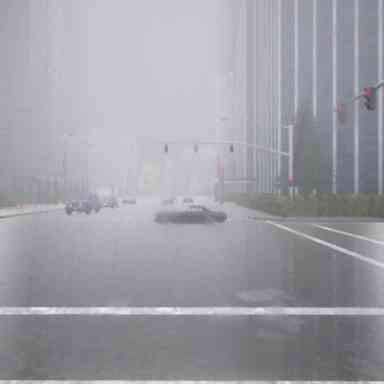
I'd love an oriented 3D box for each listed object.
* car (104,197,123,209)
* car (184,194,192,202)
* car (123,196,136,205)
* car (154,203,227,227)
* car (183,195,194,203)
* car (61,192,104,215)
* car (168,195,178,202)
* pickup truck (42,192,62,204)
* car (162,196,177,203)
[{"bbox_3d":[-11.177,1.466,44.766,2.128,1.511,4.902,0,0,0],"label":"car"},{"bbox_3d":[-0.854,1.344,75.631,1.882,1.535,5.008,0,0,0],"label":"car"},{"bbox_3d":[-11.276,1.492,59.801,1.812,1.442,4.674,0,0,0],"label":"car"},{"bbox_3d":[-0.141,1.588,22.095,4.718,1.301,1.895,0,0,0],"label":"car"},{"bbox_3d":[-0.766,1.489,65.381,1.812,1.442,4.674,0,0,0],"label":"car"},{"bbox_3d":[-11.101,1.202,34.272,2.150,2.045,5.566,0,0,0],"label":"car"},{"bbox_3d":[-4.350,1.498,75.301,2.033,1.411,5.357,0,0,0],"label":"car"},{"bbox_3d":[-24.342,1.025,60.072,2.390,2.098,6.274,0,0,30],"label":"pickup truck"},{"bbox_3d":[-4.101,1.568,57.788,1.895,1.301,4.718,0,0,0],"label":"car"}]
